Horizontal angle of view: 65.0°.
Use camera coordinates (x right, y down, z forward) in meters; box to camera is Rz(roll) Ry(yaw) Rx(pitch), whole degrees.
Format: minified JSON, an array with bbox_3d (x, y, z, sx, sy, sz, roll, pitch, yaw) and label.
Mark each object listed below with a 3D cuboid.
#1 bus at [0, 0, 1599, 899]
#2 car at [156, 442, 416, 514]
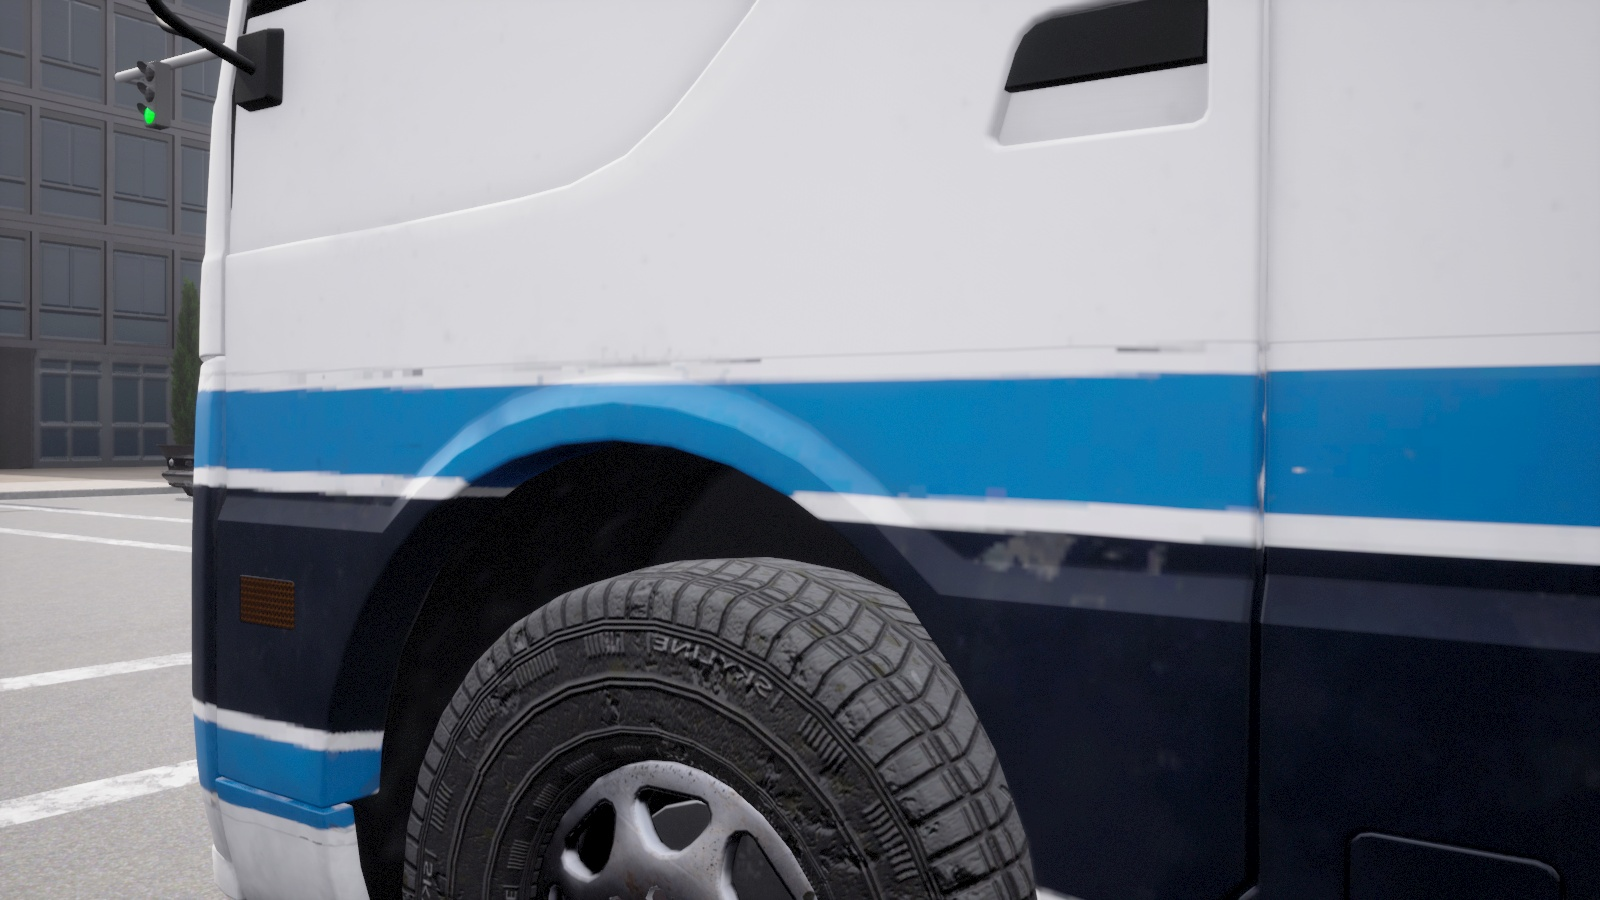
[{"bbox_3d":[3.120,-0.694,1.523,10.273,4.253,3.944,0,1,34],"label":"bus"},{"bbox_3d":[-10.509,0.515,26.022,1.895,1.301,4.718,0,1,34],"label":"car"}]
